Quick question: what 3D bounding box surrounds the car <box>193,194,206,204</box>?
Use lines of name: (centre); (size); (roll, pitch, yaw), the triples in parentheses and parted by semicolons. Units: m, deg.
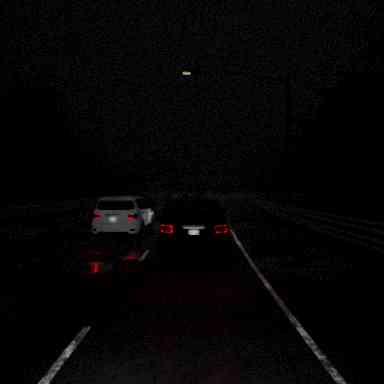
car: (1.368, 1.212, 59.537); (2.097, 1.767, 4.553); (0, 0, 2)

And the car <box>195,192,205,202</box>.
car: (1.739, 1.068, 75.610); (2.150, 2.045, 5.566); (0, 0, 1)

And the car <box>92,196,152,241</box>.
car: (-3.290, 1.204, 16.775); (2.150, 2.045, 5.566); (0, 0, 1)

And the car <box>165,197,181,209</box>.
car: (-2.490, 1.404, 44.804); (1.837, 1.490, 4.892); (0, 0, 2)

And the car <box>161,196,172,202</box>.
car: (-5.307, 1.435, 70.820); (1.895, 1.301, 4.718); (0, 0, 1)

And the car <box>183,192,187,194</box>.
car: (-1.705, 1.354, 92.257); (1.837, 1.490, 4.892); (0, 0, -1)

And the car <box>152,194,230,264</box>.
car: (0.085, 1.213, 11.984); (2.150, 2.045, 5.566); (0, 0, 1)

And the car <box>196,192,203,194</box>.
car: (1.010, 1.244, 47.695); (2.097, 1.767, 4.553); (0, 0, 2)

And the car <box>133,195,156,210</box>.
car: (-6.049, 1.254, 42.915); (2.097, 1.767, 4.553); (0, 0, 2)
